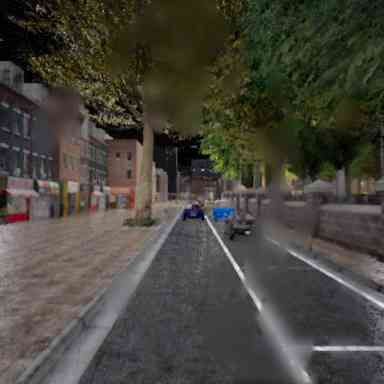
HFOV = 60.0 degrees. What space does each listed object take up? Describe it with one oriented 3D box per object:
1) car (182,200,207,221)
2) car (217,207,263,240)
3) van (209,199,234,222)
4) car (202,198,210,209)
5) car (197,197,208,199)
[{"bbox_3d":[0.131,1.764,30.426,1.882,1.535,5.008,0,0,0],"label":"car"},{"bbox_3d":[2.668,1.715,17.920,2.008,1.369,4.403,1,-1,0],"label":"car"},{"bbox_3d":[2.684,1.612,28.821,1.690,1.788,3.998,1,-1,0],"label":"van"},{"bbox_3d":[2.708,2.025,50.786,1.752,1.417,4.829,1,-1,0],"label":"car"},{"bbox_3d":[2.730,2.000,66.965,2.192,1.841,5.009,1,-1,0],"label":"car"}]
